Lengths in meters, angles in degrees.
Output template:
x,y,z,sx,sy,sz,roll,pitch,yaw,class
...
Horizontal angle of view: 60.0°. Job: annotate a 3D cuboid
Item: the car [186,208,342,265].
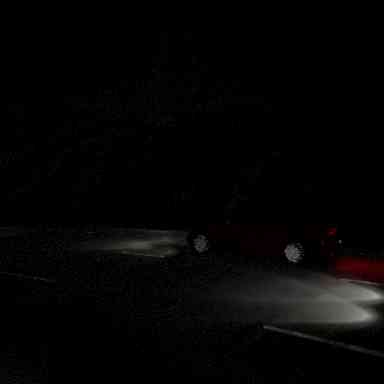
x,y,z,sx,sy,sz,roll,pitch,yaw,class
2.145,1.271,10.868,5.008,1.535,1.882,0,1,32,car
